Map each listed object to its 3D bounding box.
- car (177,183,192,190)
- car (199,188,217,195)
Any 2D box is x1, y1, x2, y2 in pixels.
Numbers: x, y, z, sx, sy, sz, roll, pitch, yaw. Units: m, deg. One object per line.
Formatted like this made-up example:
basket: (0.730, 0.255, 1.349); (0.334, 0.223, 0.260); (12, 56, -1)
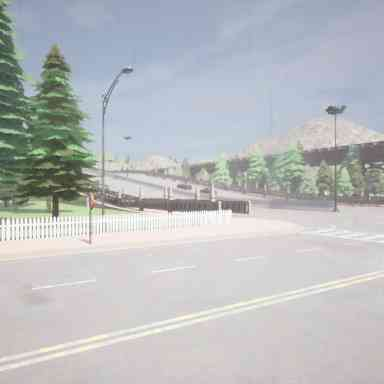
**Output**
car: (-1.795, -1.376, 78.239); (2.128, 1.511, 4.902); (0, 7, -34)
car: (3.467, -0.204, 70.502); (1.812, 1.442, 4.674); (0, 7, -34)
